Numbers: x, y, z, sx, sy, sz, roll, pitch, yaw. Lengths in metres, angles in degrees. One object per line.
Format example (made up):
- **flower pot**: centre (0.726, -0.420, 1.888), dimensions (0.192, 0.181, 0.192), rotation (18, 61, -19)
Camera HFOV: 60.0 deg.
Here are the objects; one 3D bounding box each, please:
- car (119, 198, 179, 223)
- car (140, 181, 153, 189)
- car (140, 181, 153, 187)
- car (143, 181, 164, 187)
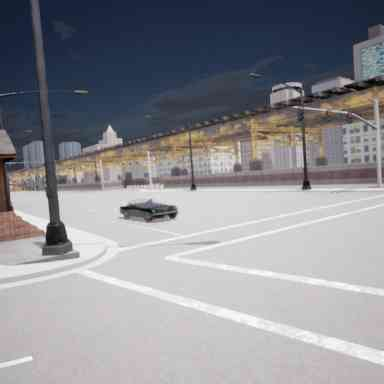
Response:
- **car**: centre (-2.772, 1.062, 20.633), dimensions (1.895, 1.301, 4.718), rotation (-6, 4, -35)
- **car**: centre (-11.499, -1.806, 84.510), dimensions (2.038, 1.542, 4.974), rotation (-4, 3, 8)
- **car**: centre (-11.504, -1.966, 84.553), dimensions (1.853, 1.218, 4.536), rotation (-4, 3, 8)
- **car**: centre (-8.790, -1.964, 80.730), dimensions (4.536, 1.218, 1.853), rotation (-3, 3, 18)
